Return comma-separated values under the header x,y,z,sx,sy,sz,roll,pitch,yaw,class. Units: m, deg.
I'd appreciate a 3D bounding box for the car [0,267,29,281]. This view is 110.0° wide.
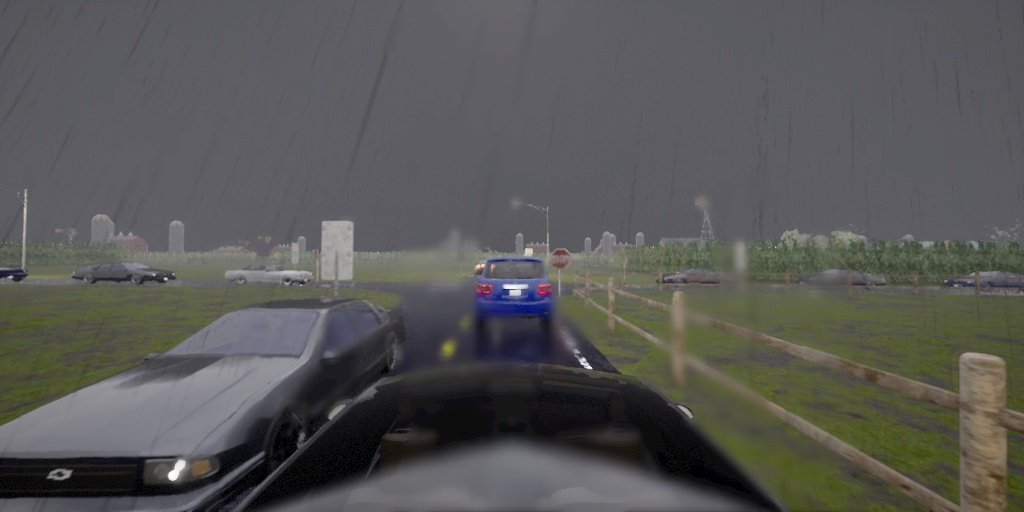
x,y,z,sx,sy,sz,roll,pitch,yaw,class
-35.135,1.058,23.556,4.718,1.301,1.895,1,-1,0,car

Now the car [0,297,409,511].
x,y,z,sx,sy,sz,roll,pitch,yaw,class
-2.903,1.311,4.858,2.033,1.411,5.357,0,0,-1,car

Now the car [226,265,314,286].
x,y,z,sx,sy,sz,roll,pitch,yaw,class
-15.728,1.259,23.533,4.718,1.301,1.895,1,-1,0,car

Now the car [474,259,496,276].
x,y,z,sx,sy,sz,roll,pitch,yaw,class
-2.949,1.245,40.465,2.097,1.767,4.553,0,0,0,car

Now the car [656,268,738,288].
x,y,z,sx,sy,sz,roll,pitch,yaw,class
13.577,1.588,26.476,5.357,1.411,2.033,1,-1,1,car

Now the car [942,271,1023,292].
x,y,z,sx,sy,sz,roll,pitch,yaw,class
35.307,1.847,26.428,5.357,1.411,2.033,1,-1,0,car

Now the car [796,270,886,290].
x,y,z,sx,sy,sz,roll,pitch,yaw,class
24.207,1.713,26.450,5.357,1.411,2.033,1,-1,0,car

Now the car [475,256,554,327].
x,y,z,sx,sy,sz,roll,pitch,yaw,class
0.004,1.015,11.802,2.150,2.045,5.566,0,0,-2,car

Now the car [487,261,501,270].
x,y,z,sx,sy,sz,roll,pitch,yaw,class
-2.991,1.501,61.026,2.033,1.411,5.357,0,0,0,car

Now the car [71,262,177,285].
x,y,z,sx,sy,sz,roll,pitch,yaw,class
-25.393,1.103,23.538,5.357,1.411,2.033,1,-1,0,car
